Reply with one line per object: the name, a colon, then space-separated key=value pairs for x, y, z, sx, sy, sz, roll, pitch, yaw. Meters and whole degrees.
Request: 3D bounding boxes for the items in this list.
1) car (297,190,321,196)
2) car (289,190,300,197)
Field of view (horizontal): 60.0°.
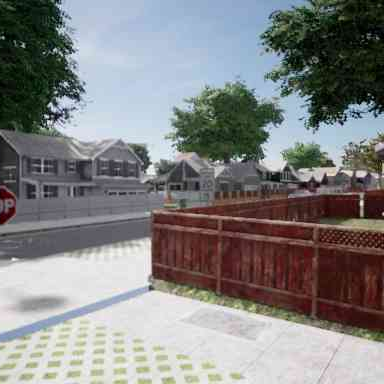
car: x=15.517 y=0.761 z=42.131 sx=2.033 sy=1.411 sz=5.357 roll=0 pitch=1 yaw=35
car: x=15.005 y=0.505 z=46.192 sx=2.097 sy=1.767 sz=4.553 roll=0 pitch=1 yaw=35
